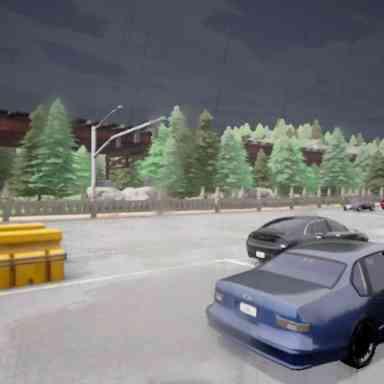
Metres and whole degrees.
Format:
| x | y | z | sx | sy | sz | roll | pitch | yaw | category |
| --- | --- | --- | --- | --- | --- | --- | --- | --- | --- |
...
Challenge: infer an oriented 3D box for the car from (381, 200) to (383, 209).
| x | y | z | sx | sy | sz | roll | pitch | yaw | category |
| --- | --- | --- | --- | --- | --- | --- | --- | --- | --- |
| 24.049 | 1.597 | 38.342 | 4.892 | 1.490 | 1.837 | 0 | 0 | -36 | car |

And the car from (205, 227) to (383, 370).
| x | y | z | sx | sy | sz | roll | pitch | yaw | category |
| --- | --- | --- | --- | --- | --- | --- | --- | --- | --- |
| 2.766 | 1.559 | 5.730 | 5.357 | 1.411 | 2.033 | 0 | 0 | -35 | car |

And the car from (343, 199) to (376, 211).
| x | y | z | sx | sy | sz | roll | pitch | yaw | category |
| --- | --- | --- | --- | --- | --- | --- | --- | --- | --- |
| 20.023 | 1.579 | 39.770 | 4.902 | 1.511 | 2.128 | 0 | 0 | -36 | car |

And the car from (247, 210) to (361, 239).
| x | y | z | sx | sy | sz | roll | pitch | yaw | category |
| --- | --- | --- | --- | --- | --- | --- | --- | --- | --- |
| 3.910 | 1.526 | 10.840 | 4.892 | 1.490 | 1.837 | 0 | 0 | -35 | car |
